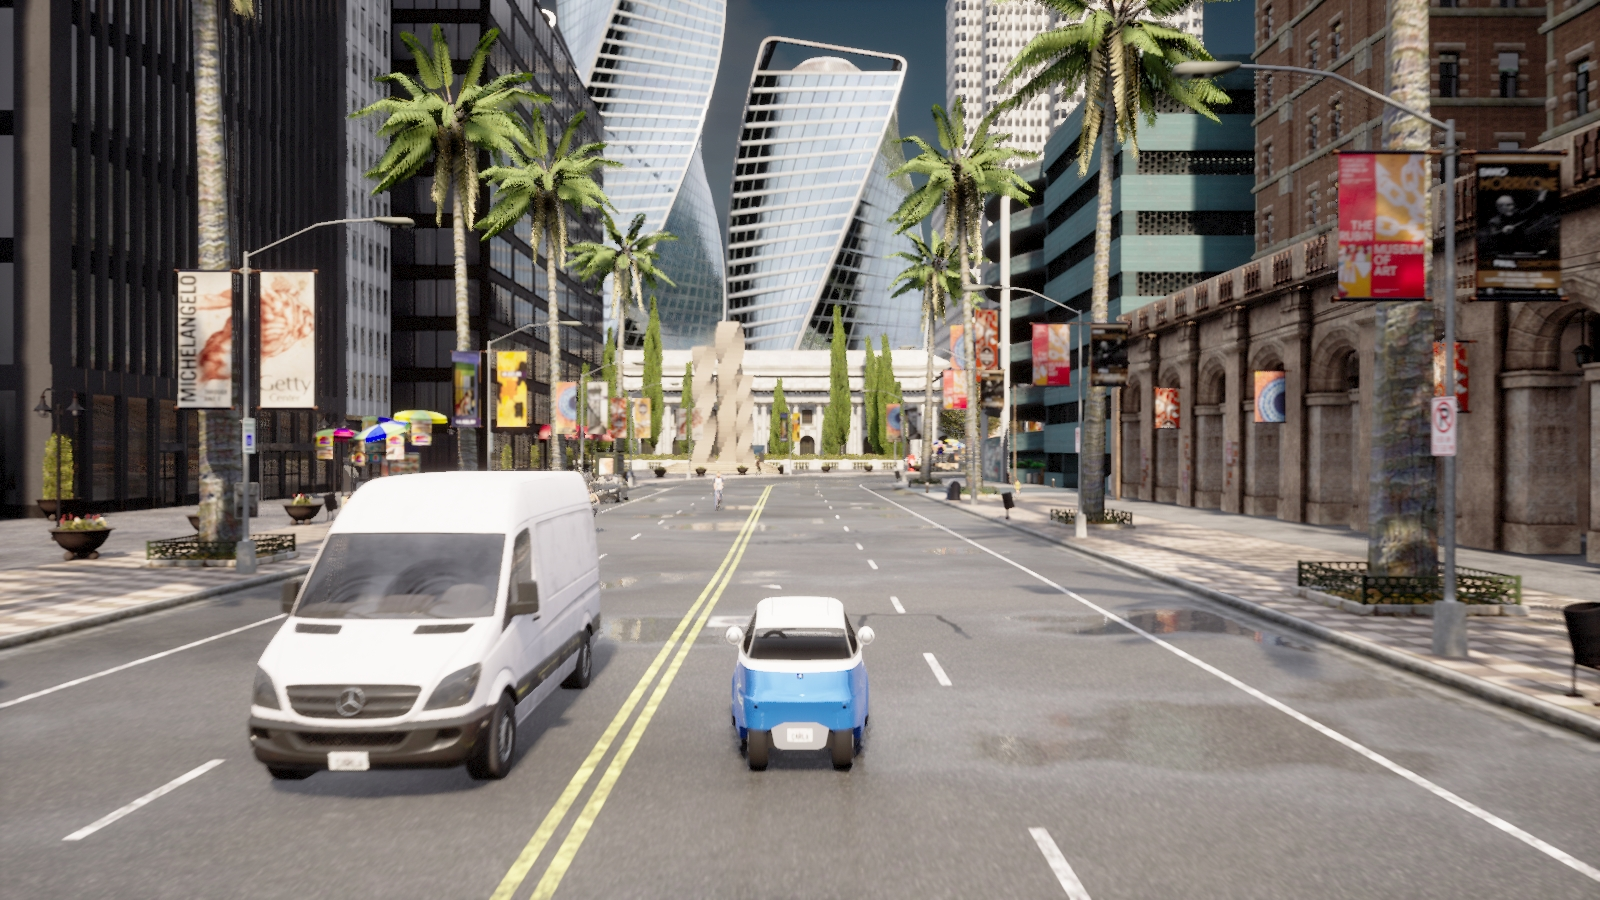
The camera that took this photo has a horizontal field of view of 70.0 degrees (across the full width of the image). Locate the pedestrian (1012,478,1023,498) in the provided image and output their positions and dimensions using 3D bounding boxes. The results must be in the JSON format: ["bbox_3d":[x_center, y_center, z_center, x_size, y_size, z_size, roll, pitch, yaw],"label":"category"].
[{"bbox_3d":[11.954,2.076,62.816,0.500,1.100,0.500,0,0,0],"label":"pedestrian"}]

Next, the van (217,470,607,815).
[{"bbox_3d":[-3.491,1.535,11.760,1.988,2.561,5.915,0,0,0],"label":"van"}]

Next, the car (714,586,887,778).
[{"bbox_3d":[0.003,2.120,10.897,1.481,1.376,2.207,0,0,0],"label":"car"}]

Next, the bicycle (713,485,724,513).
[{"bbox_3d":[-3.720,2.206,52.142,0.373,1.196,1.643,0,0,0],"label":"bicycle"}]
